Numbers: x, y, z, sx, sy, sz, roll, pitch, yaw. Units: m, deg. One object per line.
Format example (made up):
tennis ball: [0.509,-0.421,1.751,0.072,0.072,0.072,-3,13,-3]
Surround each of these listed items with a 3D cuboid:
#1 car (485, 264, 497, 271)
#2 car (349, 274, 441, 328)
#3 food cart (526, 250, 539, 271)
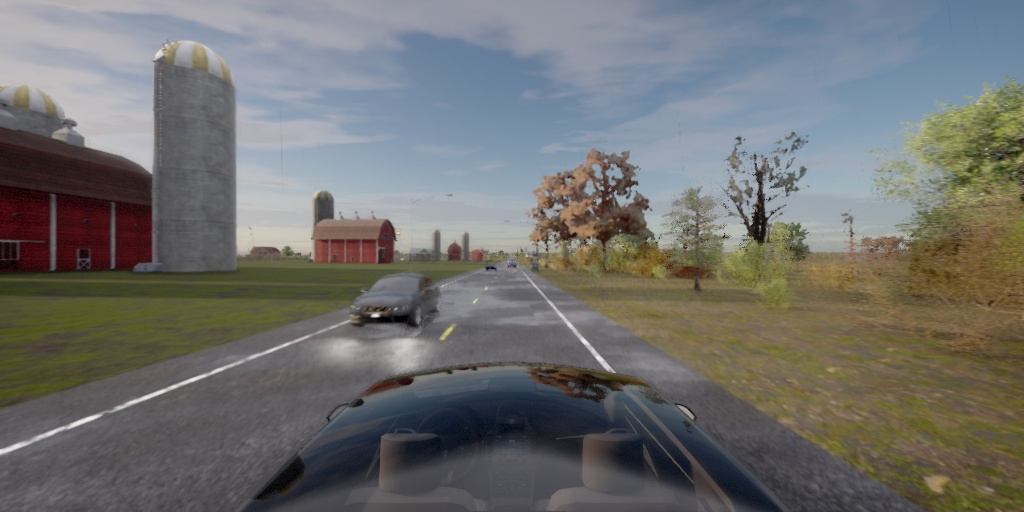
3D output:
car: [-3.529,1.949,61.032,1.895,1.301,4.718,0,-1,1]
car: [-3.595,1.361,11.868,1.837,1.490,4.892,0,-1,0]
food cart: [4.006,0.839,63.660,2.280,3.560,4.660,0,0,0]
